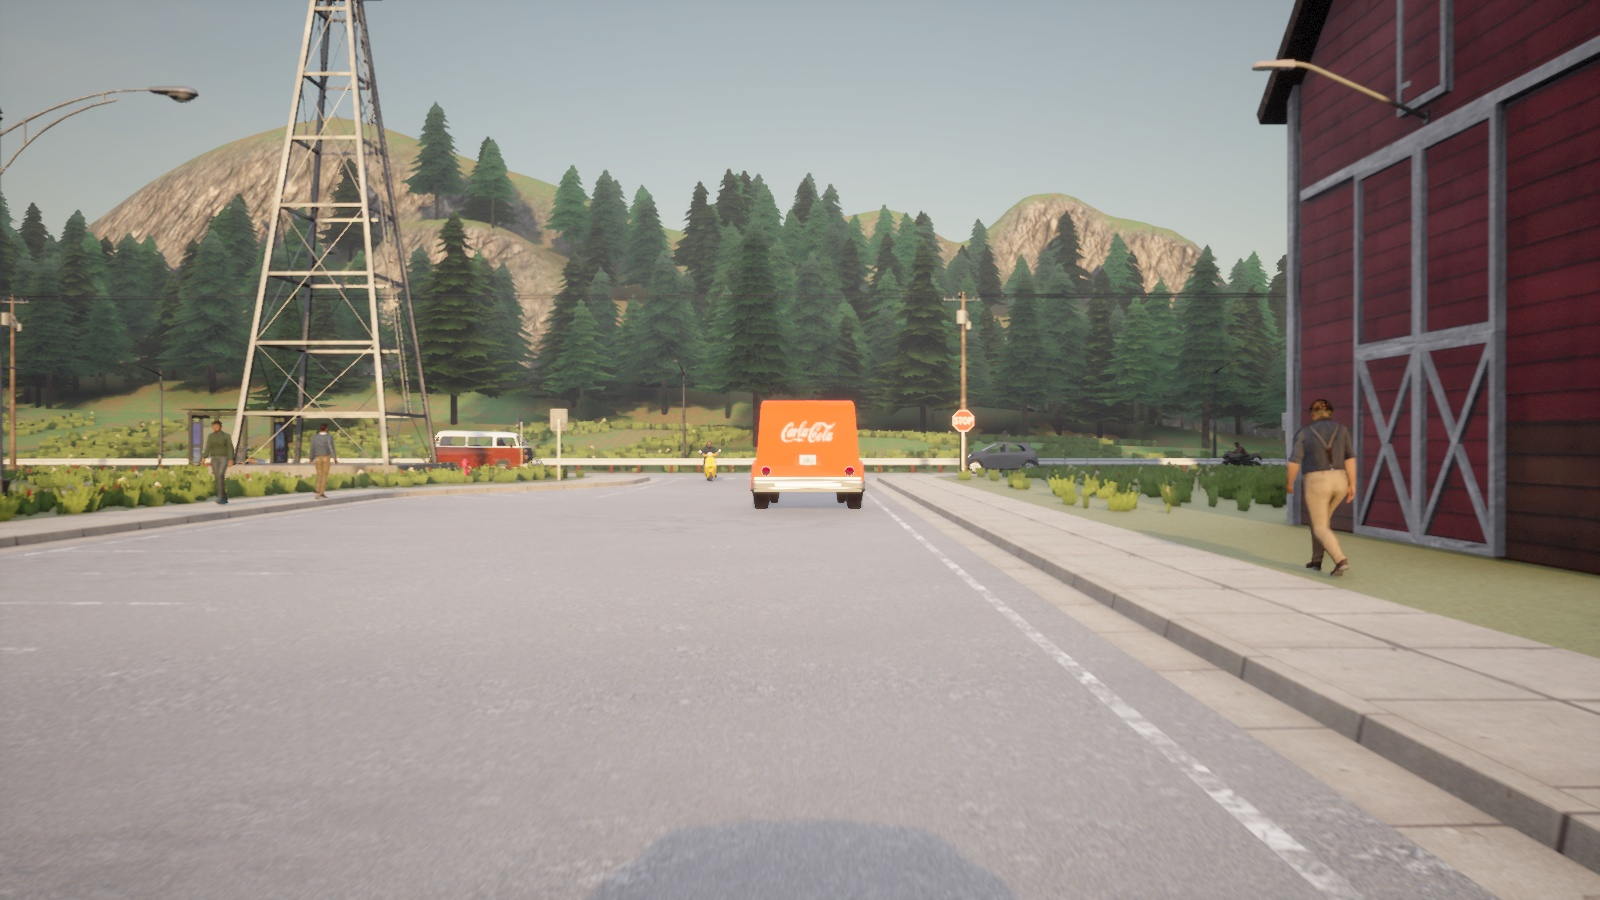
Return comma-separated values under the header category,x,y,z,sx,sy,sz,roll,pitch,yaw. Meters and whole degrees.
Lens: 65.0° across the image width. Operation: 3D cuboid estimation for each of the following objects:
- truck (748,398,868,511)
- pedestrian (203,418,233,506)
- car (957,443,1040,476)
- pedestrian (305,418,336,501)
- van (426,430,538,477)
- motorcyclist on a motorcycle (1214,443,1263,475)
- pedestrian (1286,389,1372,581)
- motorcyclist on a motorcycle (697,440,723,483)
category,x,y,z,sx,sy,sz,roll,pitch,yaw
truck,0.188,0.091,29.985,2.627,2.467,5.204,0,0,0
pedestrian,-12.356,0.242,26.674,0.353,1.847,0.614,0,0,1
car,9.372,0.433,59.476,3.633,1.501,1.845,0,0,1
pedestrian,-11.398,0.224,29.836,0.423,1.949,0.788,0,0,1
van,-14.281,0.135,56.526,4.480,2.038,2.069,1,0,1
motorcyclist on a motorcycle,20.680,0.412,59.212,2.044,1.523,0.797,0,0,1
pedestrian,5.234,0.335,12.454,0.540,1.848,0.694,0,0,-2
motorcyclist on a motorcycle,-3.469,0.424,48.412,0.866,1.590,1.817,-1,0,-7
